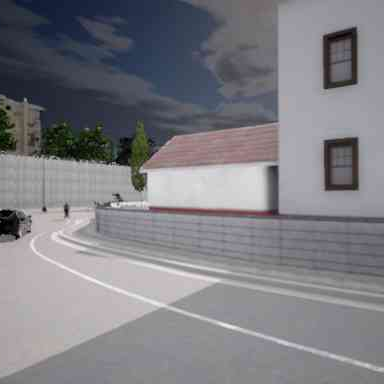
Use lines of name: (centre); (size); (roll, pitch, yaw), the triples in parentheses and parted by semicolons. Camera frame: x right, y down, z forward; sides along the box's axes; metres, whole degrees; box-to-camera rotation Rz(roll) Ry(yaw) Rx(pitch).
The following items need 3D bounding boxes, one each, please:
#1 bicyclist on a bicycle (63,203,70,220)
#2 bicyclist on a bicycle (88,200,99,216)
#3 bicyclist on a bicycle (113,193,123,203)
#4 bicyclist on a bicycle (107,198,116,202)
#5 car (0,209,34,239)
bicyclist on a bicycle: (-11.752, 1.822, 31.137); (0.582, 1.620, 1.656); (0, -1, -15)
bicyclist on a bicycle: (-9.925, 1.695, 34.375); (1.656, 1.620, 0.582); (0, -1, 2)
bicyclist on a bicycle: (-8.334, 0.686, 37.002); (0.582, 1.620, 1.656); (-1, -40, -53)
bicyclist on a bicycle: (-8.890, 1.703, 35.474); (0.582, 1.620, 1.656); (0, -1, -25)
car: (-10.224, 1.741, 18.570); (1.837, 1.490, 4.892); (-2, 0, -15)
